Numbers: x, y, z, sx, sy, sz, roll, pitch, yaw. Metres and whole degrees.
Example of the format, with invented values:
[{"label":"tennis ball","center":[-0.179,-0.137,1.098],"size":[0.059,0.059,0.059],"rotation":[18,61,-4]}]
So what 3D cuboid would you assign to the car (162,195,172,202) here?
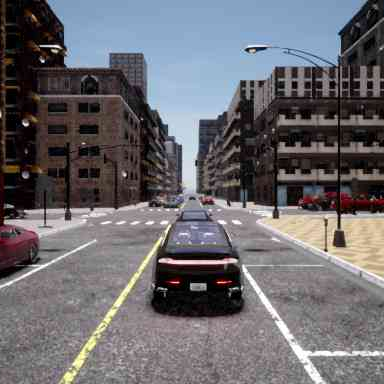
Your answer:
[{"label":"car","center":[-5.595,1.471,73.953],"size":[1.967,1.590,4.097],"rotation":[0,0,0]}]

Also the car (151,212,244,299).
[{"label":"car","center":[0.113,1.491,8.405],"size":[2.128,1.511,4.902],"rotation":[0,0,0]}]

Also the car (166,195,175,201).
[{"label":"car","center":[-5.580,1.481,85.318],"size":[1.967,1.590,4.097],"rotation":[0,0,0]}]

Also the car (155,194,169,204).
[{"label":"car","center":[-5.610,1.337,62.588],"size":[2.192,1.841,5.009],"rotation":[0,0,0]}]

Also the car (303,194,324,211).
[{"label":"car","center":[14.609,1.231,34.941],"size":[4.674,1.442,1.812],"rotation":[-1,0,0]}]

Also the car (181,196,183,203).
[{"label":"car","center":[-3.005,1.620,58.103],"size":[1.895,1.301,4.718],"rotation":[0,0,0]}]

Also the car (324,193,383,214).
[{"label":"car","center":[14.731,1.029,29.134],"size":[5.009,1.841,2.192],"rotation":[-1,1,0]}]

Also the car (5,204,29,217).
[{"label":"car","center":[-18.130,1.806,31.496],"size":[4.902,1.511,2.128],"rotation":[-1,0,0]}]

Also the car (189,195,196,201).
[{"label":"car","center":[0.118,1.598,90.083],"size":[1.994,1.385,4.181],"rotation":[0,0,0]}]

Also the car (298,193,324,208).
[{"label":"car","center":[14.608,1.015,37.512],"size":[5.009,1.841,2.192],"rotation":[-1,1,0]}]

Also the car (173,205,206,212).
[{"label":"car","center":[0.121,1.565,17.020],"size":[1.994,1.385,4.181],"rotation":[0,0,0]}]

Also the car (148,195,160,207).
[{"label":"car","center":[-5.624,1.581,51.223],"size":[1.947,1.339,4.313],"rotation":[0,0,0]}]

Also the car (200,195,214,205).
[{"label":"car","center":[2.763,1.458,56.897],"size":[1.967,1.590,4.097],"rotation":[0,0,0]}]

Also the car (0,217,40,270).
[{"label":"car","center":[-5.730,1.582,9.199],"size":[1.802,1.307,4.206],"rotation":[0,0,0]}]

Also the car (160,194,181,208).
[{"label":"car","center":[-3.003,1.365,48.170],"size":[2.097,1.767,4.553],"rotation":[0,0,0]}]

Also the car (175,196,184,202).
[{"label":"car","center":[-2.898,1.572,79.039],"size":[2.033,1.411,5.357],"rotation":[0,0,0]}]
